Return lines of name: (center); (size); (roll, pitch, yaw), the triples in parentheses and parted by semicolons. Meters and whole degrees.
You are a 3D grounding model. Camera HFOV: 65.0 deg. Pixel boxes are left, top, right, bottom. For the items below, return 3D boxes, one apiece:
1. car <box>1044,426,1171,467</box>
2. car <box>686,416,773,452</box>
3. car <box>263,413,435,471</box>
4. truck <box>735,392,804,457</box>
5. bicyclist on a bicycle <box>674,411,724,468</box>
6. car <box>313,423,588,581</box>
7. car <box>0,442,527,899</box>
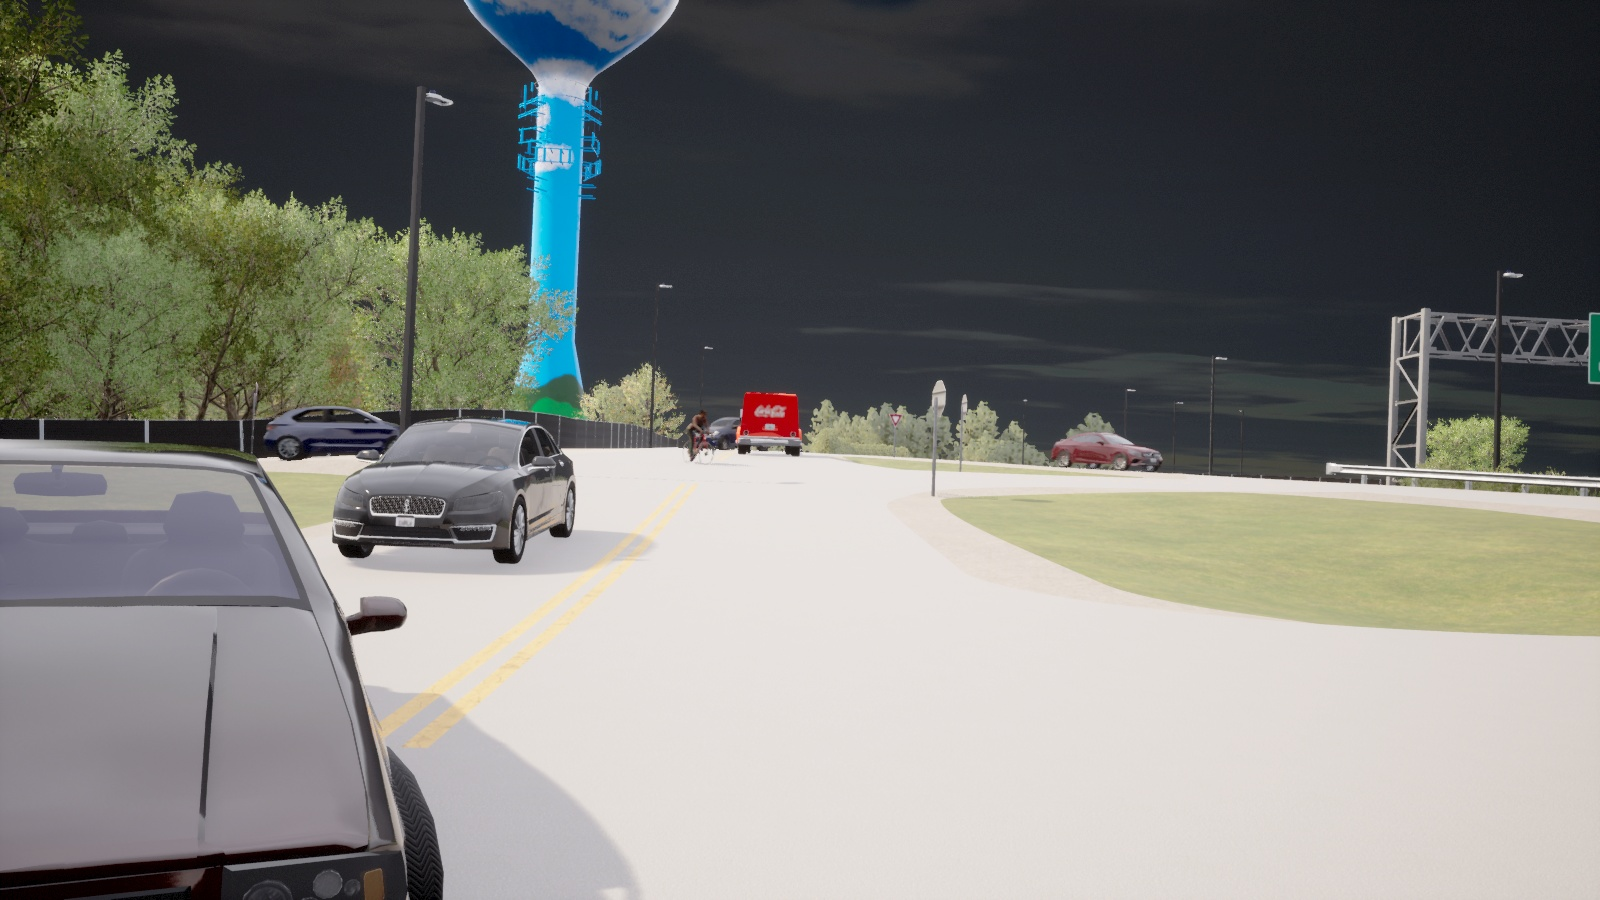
car: (11.726, -0.152, 48.202); (1.812, 1.442, 4.674); (2, 0, -35)
car: (-3.293, -0.754, 59.297); (1.851, 1.617, 3.988); (1, 0, 41)
car: (-12.082, -0.217, 33.907); (4.193, 1.474, 1.816); (-1, 0, -14)
truck: (-1.276, -1.022, 51.478); (2.627, 2.467, 5.204); (1, 1, -2)
bicyclist on a bicycle: (-2.970, -0.315, 36.806); (0.582, 1.620, 1.656); (2, 1, -37)
car: (-3.827, 0.455, 14.714); (1.837, 1.490, 4.892); (1, 2, 0)
car: (-2.552, 0.719, 4.461); (2.033, 1.411, 5.357); (1, 1, -24)
